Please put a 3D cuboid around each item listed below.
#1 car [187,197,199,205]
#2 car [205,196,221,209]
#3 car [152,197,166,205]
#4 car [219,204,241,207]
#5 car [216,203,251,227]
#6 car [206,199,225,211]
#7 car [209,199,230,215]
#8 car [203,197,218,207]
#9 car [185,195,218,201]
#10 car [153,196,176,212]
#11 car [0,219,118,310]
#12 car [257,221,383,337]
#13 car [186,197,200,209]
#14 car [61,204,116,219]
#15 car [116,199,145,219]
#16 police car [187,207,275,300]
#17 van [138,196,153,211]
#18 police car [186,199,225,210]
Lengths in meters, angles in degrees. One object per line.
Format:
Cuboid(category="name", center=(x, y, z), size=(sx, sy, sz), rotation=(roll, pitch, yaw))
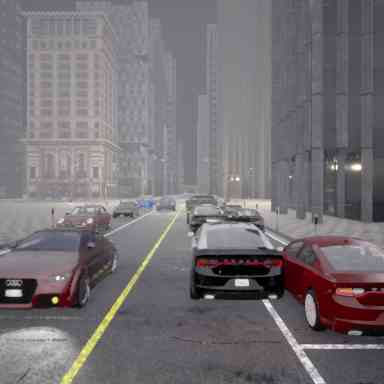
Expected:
Cuboid(category="car", center=(0.116, 1.529, 58.096), size=(1.994, 1.385, 4.181), rotation=(0, 0, 0))
Cuboid(category="car", center=(2.852, 1.417, 46.202), size=(1.967, 1.590, 4.097), rotation=(0, 0, 0))
Cuboid(category="car", center=(-5.650, 1.516, 57.500), size=(2.008, 1.369, 4.403), rotation=(0, 0, 0))
Cuboid(category="car", center=(2.796, 1.548, 17.998), size=(2.008, 1.369, 4.403), rotation=(0, 0, 0))
Cuboid(category="car", center=(2.807, 1.560, 23.638), size=(1.947, 1.339, 4.313), rotation=(0, 0, 0))
Cuboid(category="car", center=(2.841, 1.533, 40.561), size=(2.008, 1.369, 4.403), rotation=(0, 0, 0))
Cuboid(category="car", center=(2.830, 1.512, 35.090), size=(1.752, 1.417, 4.829), rotation=(0, 0, 0))
Cuboid(category="car", center=(2.864, 1.522, 51.843), size=(2.008, 1.369, 4.403), rotation=(0, 0, 0))
Cuboid(category="car", center=(0.725, 1.217, 24.486), size=(2.150, 2.045, 5.566), rotation=(0, 0, 0))
Cuboid(category="car", center=(-2.924, 1.337, 38.201), size=(2.097, 1.767, 4.553), rotation=(0, 0, 0))
Cuboid(category="car", center=(-3.084, 1.563, 7.755), size=(1.994, 1.385, 4.181), rotation=(0, 0, 0))
Cuboid(category="car", center=(2.773, 1.544, 6.717), size=(1.887, 1.381, 4.507), rotation=(0, 0, 0))
Cuboid(category="car", center=(0.122, 1.483, 45.535), size=(1.837, 1.490, 4.892), rotation=(0, 0, 1))
Cuboid(category="car", center=(-5.730, 1.437, 18.013), size=(1.967, 1.590, 4.097), rotation=(0, 0, 0))
Cuboid(category="car", center=(-5.707, 1.557, 29.295), size=(1.947, 1.339, 4.313), rotation=(0, 0, 0))
Cuboid(category="police car", center=(0.904, 1.426, 8.566), size=(1.930, 1.638, 5.238), rotation=(0, 0, 0))
Cuboid(category="van", center=(-5.685, 1.323, 40.577), size=(1.690, 1.788, 3.998), rotation=(0, 0, 0))
Cuboid(category="police car", center=(0.809, 1.422, 18.538), size=(1.930, 1.638, 5.238), rotation=(0, 0, -2))
